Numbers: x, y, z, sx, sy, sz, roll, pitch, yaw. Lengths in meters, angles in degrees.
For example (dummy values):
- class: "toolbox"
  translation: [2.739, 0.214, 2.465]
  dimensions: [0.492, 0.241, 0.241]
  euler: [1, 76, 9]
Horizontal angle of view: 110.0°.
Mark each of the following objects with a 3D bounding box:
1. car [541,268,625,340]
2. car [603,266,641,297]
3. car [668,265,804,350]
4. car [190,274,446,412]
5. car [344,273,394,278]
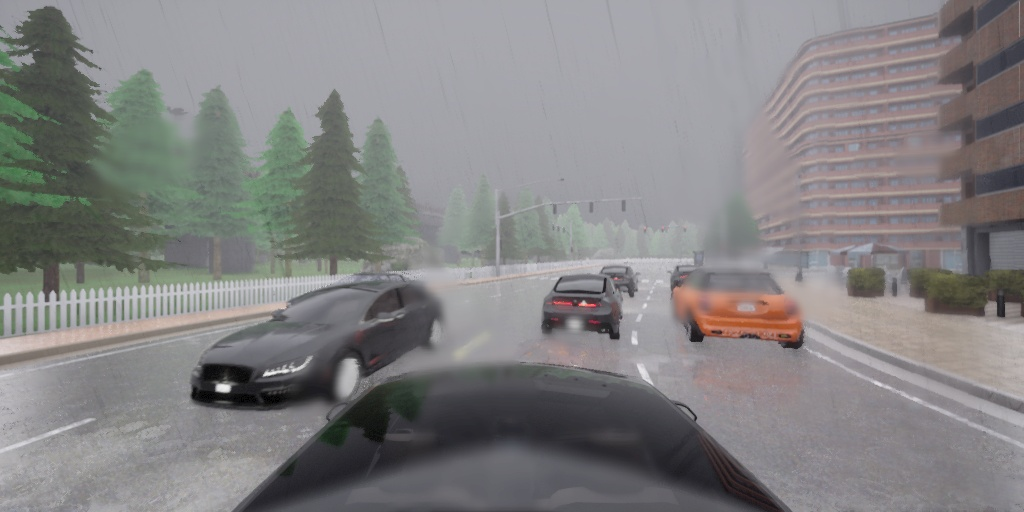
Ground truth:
- class: "car"
  translation: [2.132, 1.250, 10.141]
  dimensions: [1.837, 1.490, 4.892]
  euler: [0, 0, 18]
- class: "car"
  translation: [5.572, 1.244, 18.903]
  dimensions: [1.837, 1.490, 4.892]
  euler: [0, 0, 23]
- class: "car"
  translation: [5.556, 1.099, 9.453]
  dimensions: [2.097, 1.767, 4.553]
  euler: [0, 0, 18]
- class: "car"
  translation: [-2.773, 1.252, 6.453]
  dimensions: [1.837, 1.490, 4.892]
  euler: [-1, 0, 12]
- class: "car"
  translation: [-4.875, 1.291, 12.356]
  dimensions: [2.033, 1.411, 5.357]
  euler: [0, 0, 18]
